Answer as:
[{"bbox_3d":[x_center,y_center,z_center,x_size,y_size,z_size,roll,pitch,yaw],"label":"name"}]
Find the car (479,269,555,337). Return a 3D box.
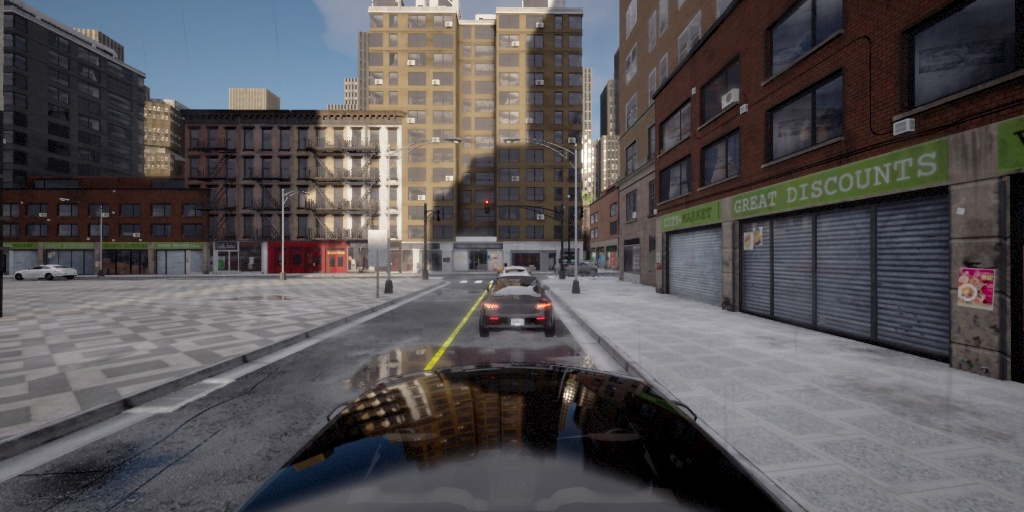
[{"bbox_3d":[0.121,1.275,10.135,1.812,1.442,4.674,0,0,0],"label":"car"}]

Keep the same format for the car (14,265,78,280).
[{"bbox_3d":[-45.305,1.580,34.921,4.674,1.442,1.812,0,0,0],"label":"car"}]

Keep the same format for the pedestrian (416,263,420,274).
[{"bbox_3d":[-10.044,0.971,38.334,0.375,1.860,0.375,0,0,-1],"label":"pedestrian"}]

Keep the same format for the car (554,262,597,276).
[{"bbox_3d":[6.271,1.242,35.452,4.181,1.385,1.994,-1,0,-1],"label":"car"}]

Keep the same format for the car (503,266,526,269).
[{"bbox_3d":[0.148,1.270,19.915,1.812,1.442,4.674,0,0,-1],"label":"car"}]
